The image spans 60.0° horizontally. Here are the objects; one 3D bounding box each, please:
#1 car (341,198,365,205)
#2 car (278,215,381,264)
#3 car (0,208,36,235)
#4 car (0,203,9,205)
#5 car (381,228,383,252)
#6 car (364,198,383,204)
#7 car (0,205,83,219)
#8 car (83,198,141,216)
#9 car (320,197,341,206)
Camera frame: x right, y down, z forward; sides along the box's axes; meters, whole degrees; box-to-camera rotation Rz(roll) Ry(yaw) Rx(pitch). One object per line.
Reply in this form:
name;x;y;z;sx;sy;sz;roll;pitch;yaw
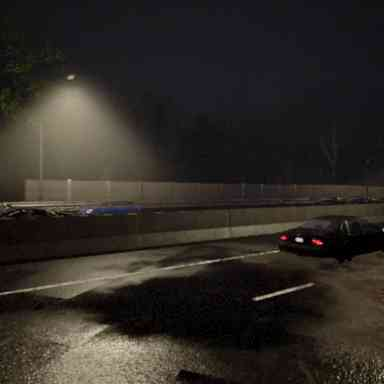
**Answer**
car;23.623;1.555;46.610;4.902;1.511;2.128;0;0;-35
car;5.413;1.556;11.909;5.357;1.411;2.033;0;0;-36
car;-11.019;1.601;17.631;4.718;1.301;1.895;0;0;-36
car;-14.335;1.503;22.829;4.892;1.490;1.837;-1;0;-39
car;7.383;1.486;9.012;5.008;1.535;1.882;0;0;-36
car;24.698;1.625;43.082;4.181;1.385;1.994;0;0;-35
car;-7.936;1.506;15.530;4.892;1.490;1.837;0;0;-36
car;-6.234;1.359;25.346;4.553;1.767;2.097;0;0;-36
car;20.886;1.553;48.952;4.902;1.511;2.128;0;0;-35
